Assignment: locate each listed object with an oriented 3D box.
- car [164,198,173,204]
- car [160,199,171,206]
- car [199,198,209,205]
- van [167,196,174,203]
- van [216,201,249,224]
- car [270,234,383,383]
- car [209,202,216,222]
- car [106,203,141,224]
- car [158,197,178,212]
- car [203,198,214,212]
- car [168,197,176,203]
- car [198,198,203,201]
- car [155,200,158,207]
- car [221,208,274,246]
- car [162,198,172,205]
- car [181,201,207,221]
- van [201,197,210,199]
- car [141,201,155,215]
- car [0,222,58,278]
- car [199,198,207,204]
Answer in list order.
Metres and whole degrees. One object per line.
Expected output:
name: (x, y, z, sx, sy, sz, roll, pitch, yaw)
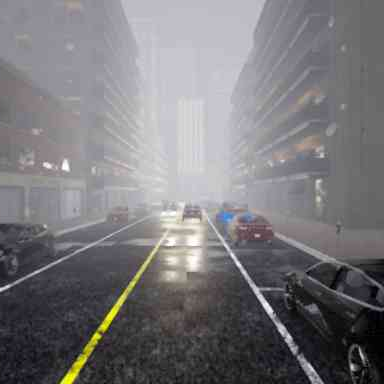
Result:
car: (-5.682, 2.233, 82.212, 1.887, 1.381, 4.507, -1, 0, 0)
car: (-5.683, 2.159, 71.164, 1.947, 1.339, 4.313, 0, 0, 0)
car: (2.698, 2.191, 76.673, 2.008, 1.369, 4.403, -1, 0, 0)
van: (-5.683, 2.078, 87.737, 1.690, 1.788, 3.998, -1, -1, 0)
van: (2.686, 1.515, 21.443, 1.690, 1.788, 3.998, 0, 0, 0)
car: (2.685, 1.606, 4.872, 1.947, 1.339, 4.313, 0, 0, 0)
car: (2.689, 1.785, 26.965, 1.947, 1.339, 4.313, 0, 0, 0)
car: (-5.692, 1.764, 26.979, 1.887, 1.381, 4.507, 0, 0, 0)
car: (-2.993, 1.868, 45.524, 2.128, 1.511, 4.902, 0, -1, 0)
car: (2.692, 1.883, 43.704, 1.752, 1.417, 4.829, -1, 0, 0)
car: (-5.681, 2.226, 93.259, 1.967, 1.590, 4.097, -1, -1, 0)
car: (0.067, 1.933, 45.031, 1.994, 1.385, 4.181, 0, 0, 0)
car: (-5.687, 1.975, 54.426, 1.752, 1.417, 4.829, 0, 0, 0)
car: (2.687, 1.673, 15.918, 1.887, 1.381, 4.507, 0, 0, 0)
car: (-5.683, 2.185, 76.688, 1.887, 1.381, 4.507, -1, 0, 0)
car: (0.016, 1.788, 29.666, 2.033, 1.411, 5.357, 0, -1, 0)
van: (2.692, 1.791, 54.583, 1.690, 1.788, 3.998, -1, 0, 0)
car: (-5.690, 1.893, 38.025, 1.802, 1.307, 4.206, 0, 0, 0)
car: (-5.695, 1.651, 10.409, 1.947, 1.339, 4.313, 0, 0, 0)
car: (2.699, 2.239, 82.197, 2.008, 1.369, 4.403, -1, -1, 0)
